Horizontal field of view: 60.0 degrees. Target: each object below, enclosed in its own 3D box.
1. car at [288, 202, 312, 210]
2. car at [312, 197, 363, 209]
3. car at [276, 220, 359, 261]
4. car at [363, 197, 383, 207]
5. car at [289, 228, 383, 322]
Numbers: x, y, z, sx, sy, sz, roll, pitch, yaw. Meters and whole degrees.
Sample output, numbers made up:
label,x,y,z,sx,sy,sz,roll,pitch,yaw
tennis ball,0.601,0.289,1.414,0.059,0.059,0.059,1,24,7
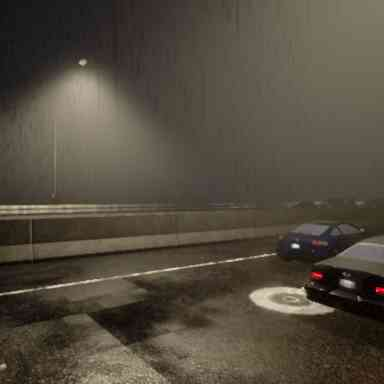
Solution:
label,x,y,z,sx,sy,sz,roll,pitch,yaw
car,13.384,1.868,39.355,4.674,1.442,1.812,1,0,-35
car,16.266,1.573,37.113,5.566,2.045,2.150,1,0,-35
car,4.863,1.672,11.524,4.181,1.385,1.994,1,0,-36
car,19.982,1.594,35.463,5.566,2.045,2.150,1,0,-35
car,4.669,1.627,7.082,5.357,1.411,2.033,1,0,-35
